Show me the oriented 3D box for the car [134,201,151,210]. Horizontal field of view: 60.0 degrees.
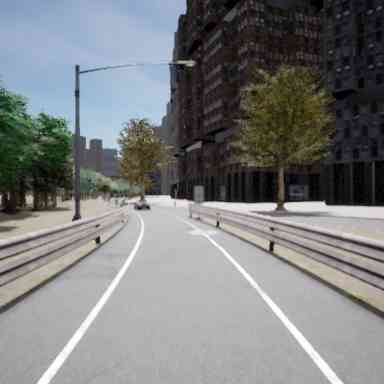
[{"bbox_3d":[-7.368,1.970,48.913,1.895,1.301,4.718,0,0,-18],"label":"car"}]
